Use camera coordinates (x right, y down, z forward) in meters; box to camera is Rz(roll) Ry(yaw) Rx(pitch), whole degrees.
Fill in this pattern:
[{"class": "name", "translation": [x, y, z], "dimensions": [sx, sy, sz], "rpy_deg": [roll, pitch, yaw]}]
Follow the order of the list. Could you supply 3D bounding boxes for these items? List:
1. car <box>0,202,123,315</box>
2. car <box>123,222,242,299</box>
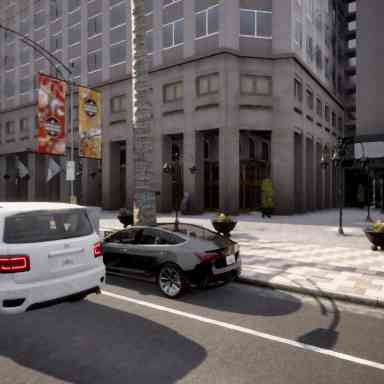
[{"class": "car", "translation": [-4.236, 1.221, 7.012], "dimensions": [5.566, 2.045, 2.150], "rpy_deg": [0, 0, 35]}, {"class": "car", "translation": [-1.076, 1.513, 8.554], "dimensions": [4.786, 1.482, 2.161], "rpy_deg": [0, 0, 35]}]
